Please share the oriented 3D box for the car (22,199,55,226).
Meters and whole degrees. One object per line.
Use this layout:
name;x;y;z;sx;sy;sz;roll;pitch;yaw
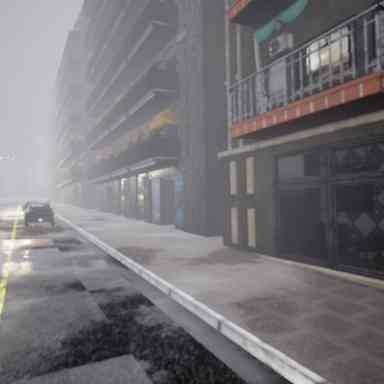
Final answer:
car;-10.929;1.527;23.745;1.837;1.490;4.892;0;1;-27
